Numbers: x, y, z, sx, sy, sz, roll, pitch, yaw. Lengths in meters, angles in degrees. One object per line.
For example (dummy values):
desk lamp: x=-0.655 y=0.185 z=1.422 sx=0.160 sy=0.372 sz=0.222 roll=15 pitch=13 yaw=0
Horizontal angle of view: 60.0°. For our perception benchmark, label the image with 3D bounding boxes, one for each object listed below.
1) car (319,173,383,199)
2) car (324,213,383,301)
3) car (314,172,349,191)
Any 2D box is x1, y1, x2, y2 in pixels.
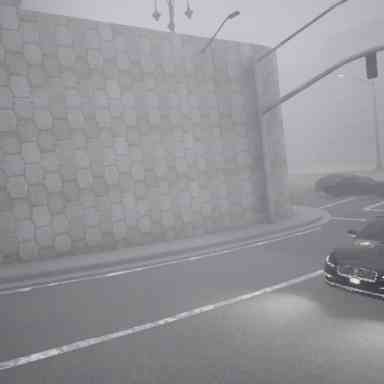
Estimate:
car: x=11.260 y=-0.342 z=22.014 sx=1.895 sy=1.301 sz=4.718 roll=-10 pitch=6 yaw=-35
car: x=4.941 y=1.208 z=7.485 sx=4.892 sy=1.490 sz=1.837 roll=-5 pitch=3 yaw=-35
car: x=12.068 y=-0.892 z=26.876 sx=1.994 sy=1.385 sz=4.181 roll=-10 pitch=6 yaw=-35
